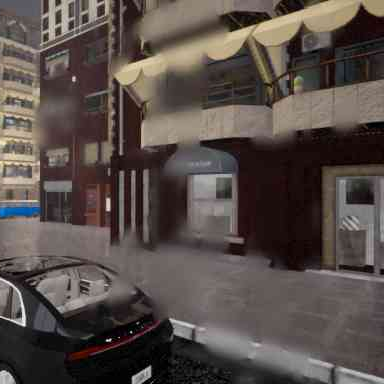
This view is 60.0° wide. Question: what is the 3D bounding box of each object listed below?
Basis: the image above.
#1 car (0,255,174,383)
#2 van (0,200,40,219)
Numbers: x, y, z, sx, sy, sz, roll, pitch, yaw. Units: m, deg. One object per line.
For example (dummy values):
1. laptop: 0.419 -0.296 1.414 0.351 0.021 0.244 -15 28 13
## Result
1. car: -2.263 1.551 4.483 4.403 1.369 2.008 0 0 35
2. van: -16.559 1.708 32.133 1.690 1.788 3.998 -1 -2 35
